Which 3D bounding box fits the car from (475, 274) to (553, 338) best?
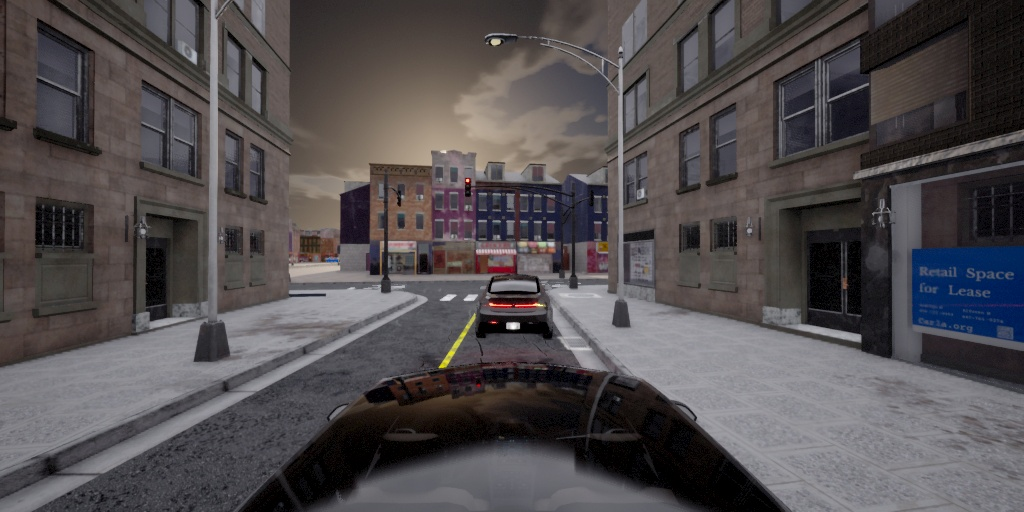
[{"bbox_3d":[0.096,1.256,10.129,1.837,1.490,4.892,0,0,2],"label":"car"}]
